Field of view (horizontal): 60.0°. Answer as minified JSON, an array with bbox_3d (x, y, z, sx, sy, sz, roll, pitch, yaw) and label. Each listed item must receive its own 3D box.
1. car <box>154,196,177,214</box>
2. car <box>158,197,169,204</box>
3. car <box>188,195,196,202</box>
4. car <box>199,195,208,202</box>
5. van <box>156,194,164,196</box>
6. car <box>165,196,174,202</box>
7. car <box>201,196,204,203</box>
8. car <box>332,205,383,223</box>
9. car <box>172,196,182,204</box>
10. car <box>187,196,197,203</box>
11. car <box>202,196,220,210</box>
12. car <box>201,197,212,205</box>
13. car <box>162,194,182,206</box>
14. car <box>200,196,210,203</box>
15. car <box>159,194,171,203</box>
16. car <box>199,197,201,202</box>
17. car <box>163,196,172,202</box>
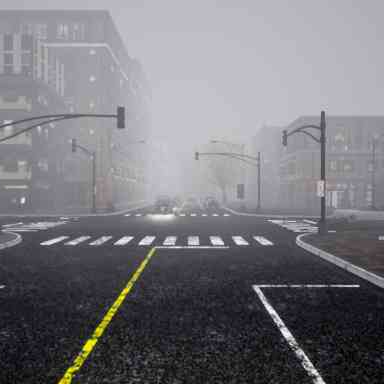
[{"bbox_3d":[-3.017,1.509,35.994,2.128,1.511,4.902,0,0,-1],"label":"car"},{"bbox_3d":[-5.697,1.651,66.267,1.802,1.307,4.206,0,0,0],"label":"car"},{"bbox_3d":[-0.006,1.556,80.669,2.033,1.411,5.357,0,0,0],"label":"car"},{"bbox_3d":[2.682,1.536,77.660,1.967,1.590,4.097,0,0,0],"label":"car"},{"bbox_3d":[-5.697,1.399,60.571,1.690,1.788,3.998,0,0,0],"label":"van"},{"bbox_3d":[-5.698,1.663,83.357,2.008,1.369,4.403,0,0,0],"label":"car"},{"bbox_3d":[2.686,1.478,49.176,1.967,1.590,4.097,0,0,0],"label":"car"},{"bbox_3d":[13.470,1.668,25.768,4.718,1.301,1.895,0,0,0],"label":"car"},{"bbox_3d":[-3.018,1.549,67.839,1.882,1.535,5.008,0,0,0],"label":"car"},{"bbox_3d":[-0.005,1.625,70.661,1.994,1.385,4.181,0,0,0],"label":"car"},{"bbox_3d":[2.686,1.580,43.479,2.008,1.369,4.403,0,0,0],"label":"car"},{"bbox_3d":[2.684,1.640,60.570,1.802,1.307,4.206,0,0,0],"label":"car"},{"bbox_3d":[-3.100,1.533,51.165,2.128,1.511,4.902,0,0,0],"label":"car"},{"bbox_3d":[2.683,1.633,71.963,2.008,1.369,4.403,0,0,0],"label":"car"},{"bbox_3d":[-5.698,1.397,71.965,2.192,1.841,5.009,0,0,0],"label":"car"},{"bbox_3d":[2.685,1.488,54.873,1.967,1.590,4.097,0,0,0],"label":"car"},{"bbox_3d":[-5.698,1.662,77.661,1.947,1.339,4.313,0,0,0],"label":"car"}]
